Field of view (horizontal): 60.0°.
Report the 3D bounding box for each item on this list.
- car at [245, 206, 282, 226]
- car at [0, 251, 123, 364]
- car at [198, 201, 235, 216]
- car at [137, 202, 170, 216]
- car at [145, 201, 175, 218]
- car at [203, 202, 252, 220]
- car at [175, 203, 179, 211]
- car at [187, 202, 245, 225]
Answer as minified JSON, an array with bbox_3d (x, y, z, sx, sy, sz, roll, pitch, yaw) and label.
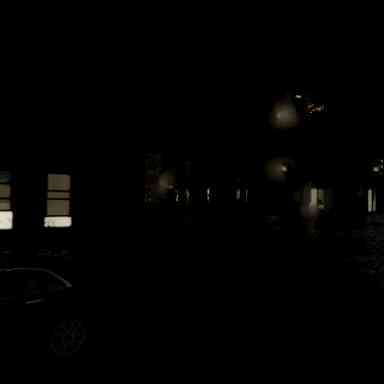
[{"bbox_3d":[4.552,1.693,24.531,1.994,1.385,4.181,1,-1,-35],"label":"car"},{"bbox_3d":[-3.104,1.551,4.329,4.403,1.369,2.008,0,1,-35],"label":"car"},{"bbox_3d":[2.691,1.787,37.507,1.967,1.590,4.097,1,-1,-35],"label":"car"},{"bbox_3d":[-4.359,1.826,37.276,1.994,1.385,4.181,1,-1,-35],"label":"car"},{"bbox_3d":[-3.758,1.747,31.654,1.802,1.307,4.206,1,-1,-35],"label":"car"},{"bbox_3d":[3.265,1.728,31.909,1.882,1.535,5.008,1,-1,-35],"label":"car"},{"bbox_3d":[-3.516,1.992,46.367,2.008,1.369,4.403,1,-1,-35],"label":"car"},{"bbox_3d":[1.402,1.633,24.278,1.887,1.381,4.507,1,-1,-35],"label":"car"}]
